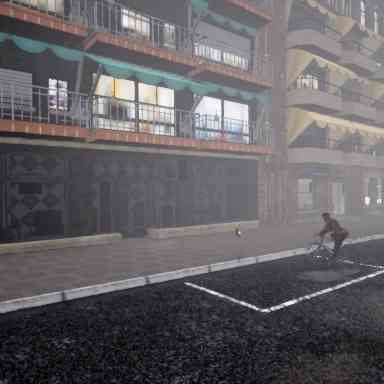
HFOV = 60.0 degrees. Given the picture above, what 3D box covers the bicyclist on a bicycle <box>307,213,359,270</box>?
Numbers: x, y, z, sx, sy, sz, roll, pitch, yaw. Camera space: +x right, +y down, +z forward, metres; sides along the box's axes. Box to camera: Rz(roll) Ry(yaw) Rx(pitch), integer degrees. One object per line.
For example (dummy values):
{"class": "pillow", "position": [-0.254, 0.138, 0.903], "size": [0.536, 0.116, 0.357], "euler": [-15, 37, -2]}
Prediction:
{"class": "bicyclist on a bicycle", "position": [4.190, 1.450, 9.991], "size": [0.582, 1.620, 1.656], "euler": [0, 0, -38]}
